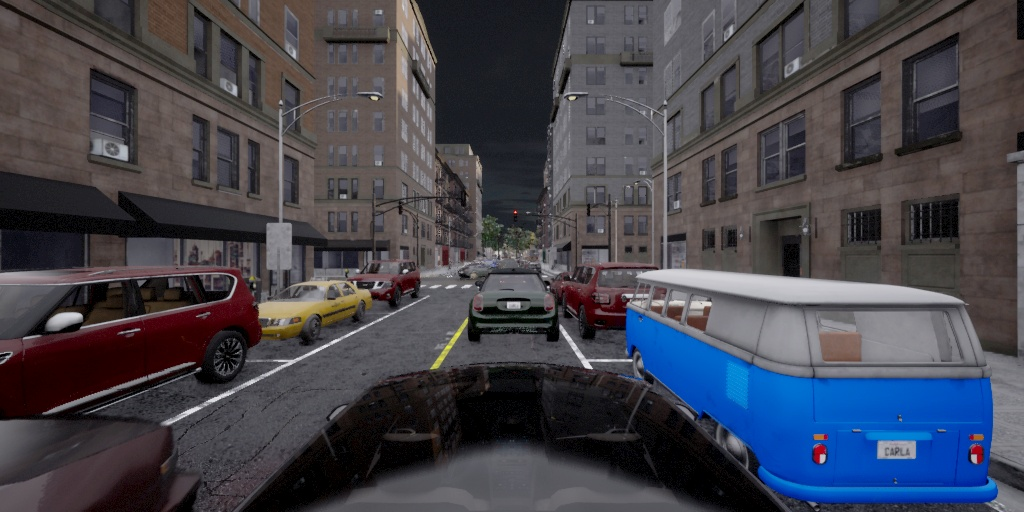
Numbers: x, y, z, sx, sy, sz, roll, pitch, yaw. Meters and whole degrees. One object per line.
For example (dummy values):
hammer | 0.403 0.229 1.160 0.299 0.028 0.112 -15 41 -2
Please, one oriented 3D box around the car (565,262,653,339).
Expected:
car | 2.626 1.065 9.986 2.192 1.841 5.009 0 0 0

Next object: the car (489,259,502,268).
car | -2.903 1.315 62.935 1.994 1.385 4.181 0 0 0

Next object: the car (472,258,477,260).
car | -5.474 1.274 42.492 1.751 1.417 4.829 0 0 0

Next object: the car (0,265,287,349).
car | -5.402 1.065 4.298 2.192 1.841 5.009 0 0 0

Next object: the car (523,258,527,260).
car | 2.579 1.300 42.673 2.007 1.370 4.403 0 0 0

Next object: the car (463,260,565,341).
car | 0.022 1.102 10.006 2.097 1.767 4.553 0 0 0

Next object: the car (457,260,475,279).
car | -2.671 1.320 31.519 4.181 1.385 1.994 0 0 -37

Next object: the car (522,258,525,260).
car | 2.571 1.294 48.155 1.888 1.381 4.507 0 0 0

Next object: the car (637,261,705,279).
car | 13.589 1.172 30.834 4.902 1.511 2.128 0 0 0

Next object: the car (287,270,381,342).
car | -5.411 1.275 9.805 1.751 1.417 4.829 0 0 0

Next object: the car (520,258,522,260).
car | 2.563 1.300 53.637 2.007 1.370 4.403 0 0 0

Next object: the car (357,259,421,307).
car | -5.420 1.064 15.654 2.192 1.841 5.009 0 0 0

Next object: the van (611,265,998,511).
van | 2.635 1.091 4.307 1.690 1.789 3.998 0 0 0

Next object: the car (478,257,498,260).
car | -2.902 1.227 42.908 1.882 1.535 5.008 0 0 0
